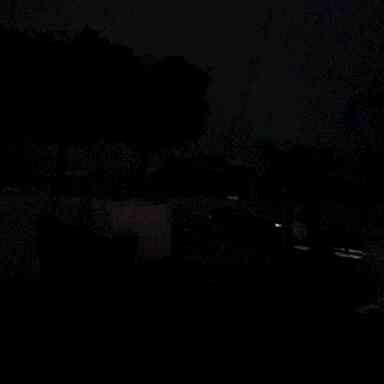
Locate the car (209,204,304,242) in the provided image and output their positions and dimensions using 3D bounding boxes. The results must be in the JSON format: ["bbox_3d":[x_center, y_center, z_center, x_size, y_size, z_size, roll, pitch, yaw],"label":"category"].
[{"bbox_3d":[2.821,1.317,15.471,2.128,1.511,4.902,1,0,-36],"label":"car"}]

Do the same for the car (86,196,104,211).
[{"bbox_3d":[-10.286,1.073,33.362,2.033,1.411,5.357,1,0,-36],"label":"car"}]

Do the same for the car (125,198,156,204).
[{"bbox_3d":[-3.776,1.193,24.471,1.812,1.442,4.674,1,0,-36],"label":"car"}]
